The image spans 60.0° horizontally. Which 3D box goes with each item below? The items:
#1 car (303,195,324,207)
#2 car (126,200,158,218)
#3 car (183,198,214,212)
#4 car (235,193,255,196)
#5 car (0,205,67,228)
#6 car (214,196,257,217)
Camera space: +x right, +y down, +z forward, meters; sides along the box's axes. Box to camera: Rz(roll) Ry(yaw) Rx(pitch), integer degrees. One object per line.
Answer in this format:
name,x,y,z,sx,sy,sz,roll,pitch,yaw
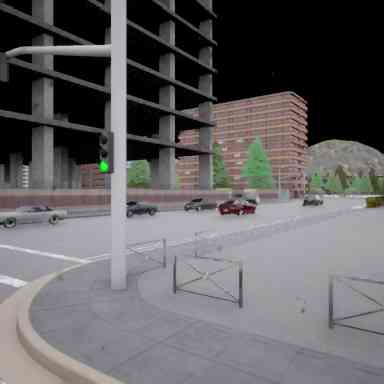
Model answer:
car,18.710,1.296,51.107,2.097,1.767,4.553,0,0,35
car,-5.042,1.470,30.019,1.812,1.442,4.674,0,0,36
car,0.953,1.449,38.483,1.837,1.490,4.892,0,0,35
car,7.176,1.165,47.194,2.150,2.045,5.566,0,0,35
car,-10.817,1.545,21.886,1.895,1.301,4.718,0,0,35
car,4.362,1.422,30.853,1.882,1.535,5.008,0,0,35
